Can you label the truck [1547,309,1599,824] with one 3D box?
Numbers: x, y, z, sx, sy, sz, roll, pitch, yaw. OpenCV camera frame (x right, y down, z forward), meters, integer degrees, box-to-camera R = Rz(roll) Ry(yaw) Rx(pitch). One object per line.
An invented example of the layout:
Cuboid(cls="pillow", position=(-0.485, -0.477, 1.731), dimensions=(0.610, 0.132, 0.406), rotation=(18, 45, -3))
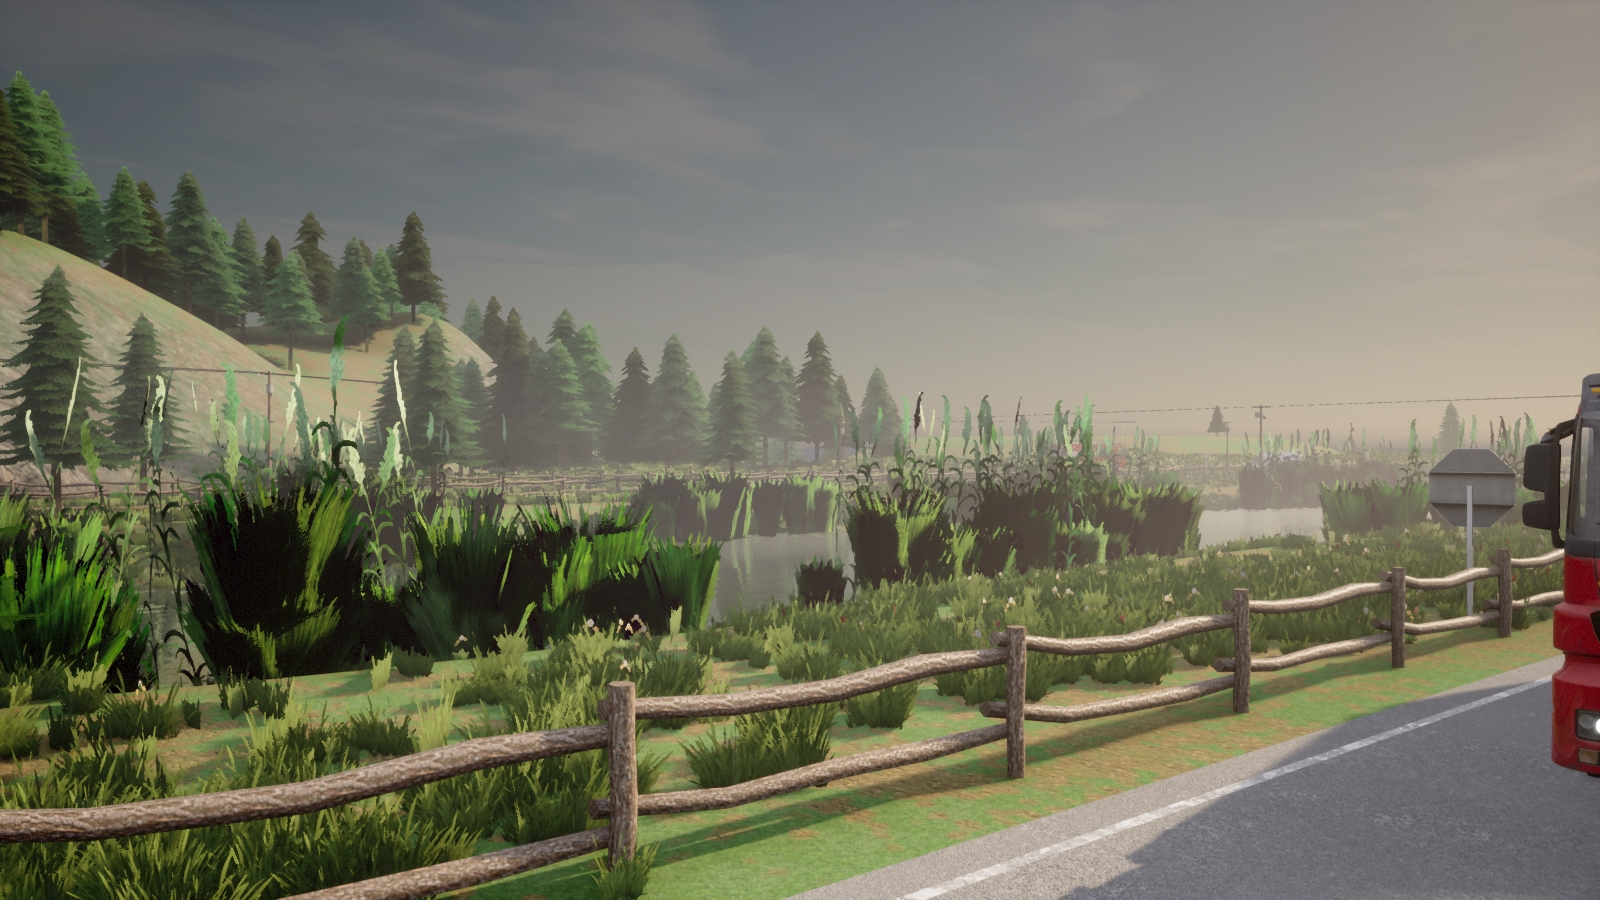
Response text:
Cuboid(cls="truck", position=(9.557, 0.862, 10.962), dimensions=(2.891, 3.827, 8.468), rotation=(0, 0, 41))
